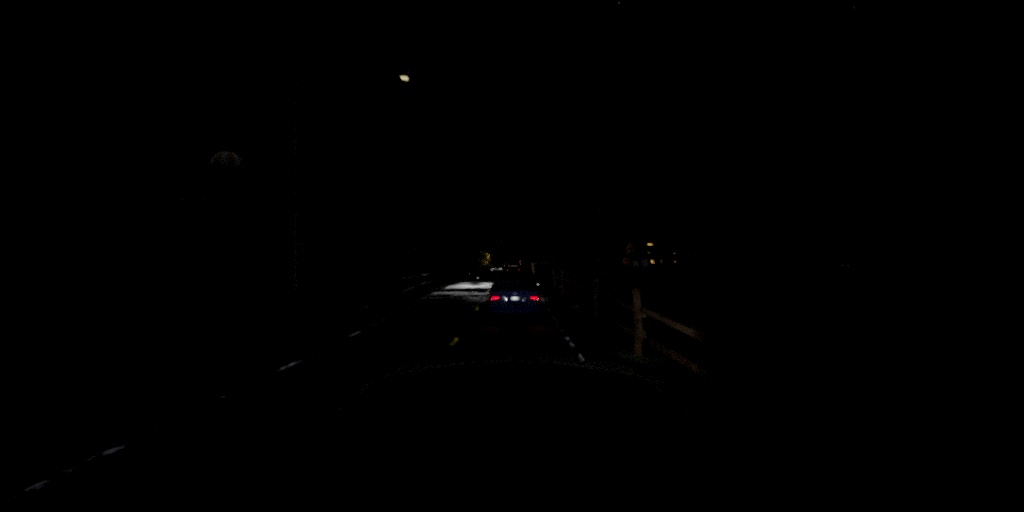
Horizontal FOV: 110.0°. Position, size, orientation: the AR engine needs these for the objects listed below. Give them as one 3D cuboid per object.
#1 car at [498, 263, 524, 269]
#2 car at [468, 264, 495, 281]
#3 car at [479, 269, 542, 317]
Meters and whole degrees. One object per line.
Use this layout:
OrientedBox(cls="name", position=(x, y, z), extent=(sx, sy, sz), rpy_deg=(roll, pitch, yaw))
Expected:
OrientedBox(cls="car", position=(0.090, 1.462, 33.803), extent=(2.128, 1.511, 4.902), rpy_deg=(0, 0, 0))
OrientedBox(cls="car", position=(-2.855, 1.561, 32.366), extent=(1.895, 1.301, 4.718), rpy_deg=(0, 0, 0))
OrientedBox(cls="car", position=(0.093, 1.377, 13.580), extent=(2.033, 1.411, 5.357), rpy_deg=(0, 0, 0))
